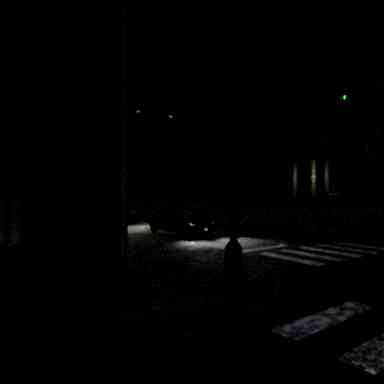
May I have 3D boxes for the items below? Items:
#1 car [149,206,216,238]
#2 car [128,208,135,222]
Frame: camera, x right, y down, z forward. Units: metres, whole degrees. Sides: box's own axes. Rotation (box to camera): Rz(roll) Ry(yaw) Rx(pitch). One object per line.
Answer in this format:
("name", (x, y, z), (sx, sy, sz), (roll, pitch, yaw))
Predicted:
("car", (-0.682, 1.516, 17.844), (1.812, 1.442, 4.674), (0, 0, -36))
("car", (-6.070, 1.469, 25.300), (1.882, 1.535, 5.008), (0, 0, -36))
